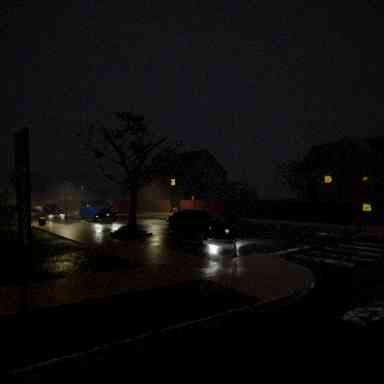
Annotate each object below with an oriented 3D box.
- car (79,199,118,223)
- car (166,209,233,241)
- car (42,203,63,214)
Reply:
[{"bbox_3d":[-9.033,1.720,31.633,2.150,2.045,5.566,-2,0,-36],"label":"car"},{"bbox_3d":[0.341,1.761,18.636,1.837,1.490,4.892,-2,0,-36],"label":"car"},{"bbox_3d":[-19.481,2.333,46.313,1.837,1.490,4.892,-2,0,-36],"label":"car"}]
